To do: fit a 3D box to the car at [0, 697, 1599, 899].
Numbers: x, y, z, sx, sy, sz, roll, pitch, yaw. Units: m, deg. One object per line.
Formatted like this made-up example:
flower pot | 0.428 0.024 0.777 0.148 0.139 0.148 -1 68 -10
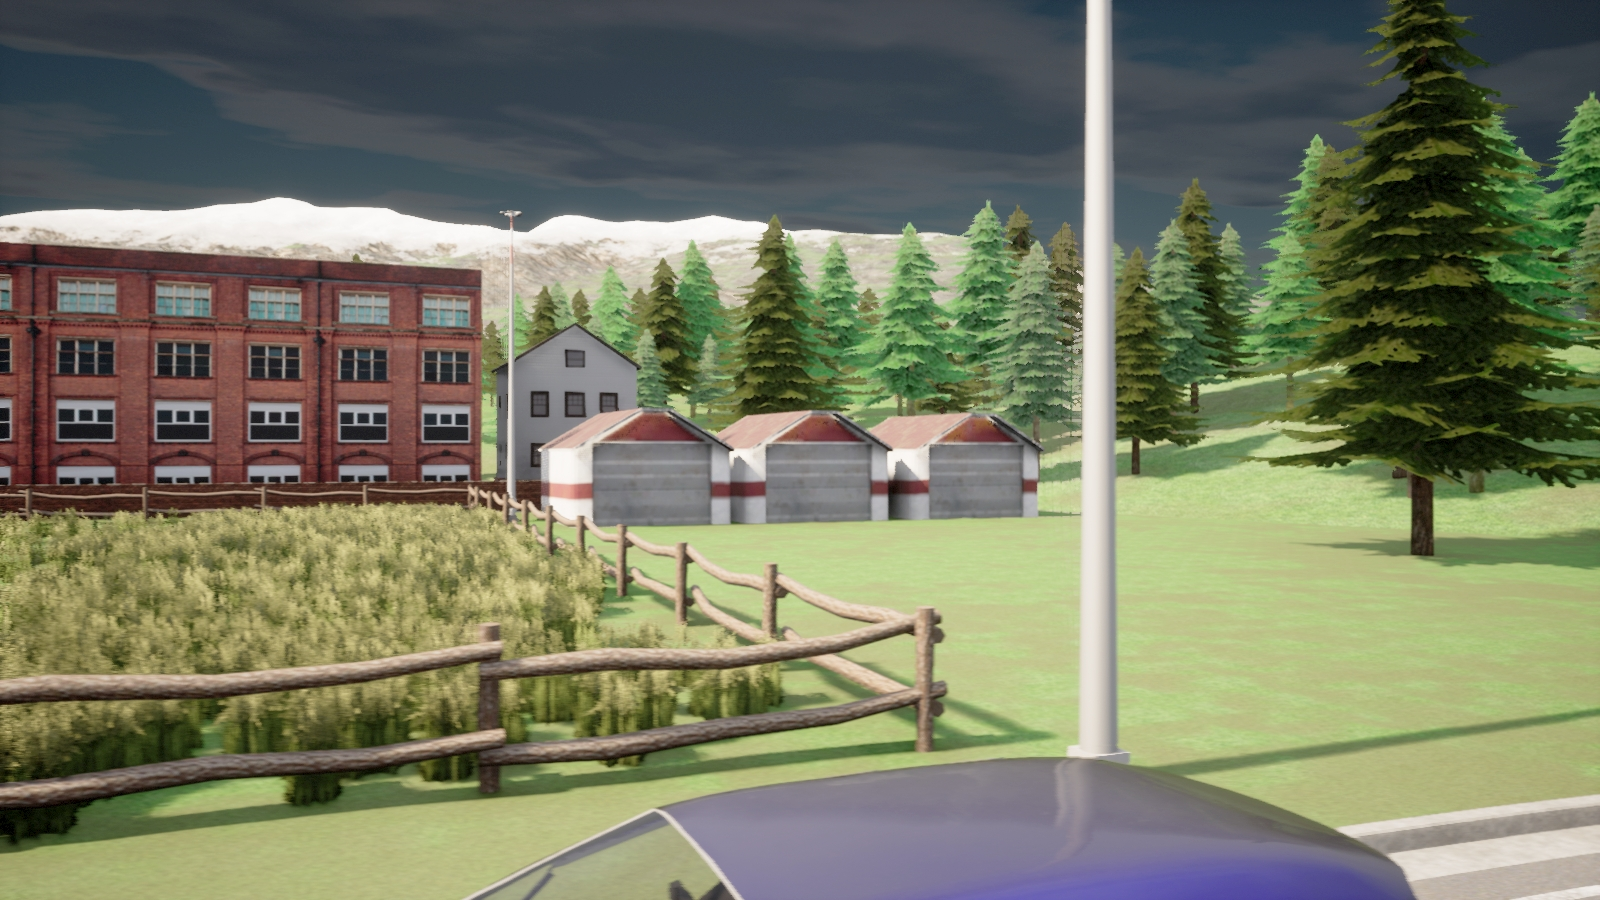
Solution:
car | -0.143 1.969 3.401 4.611 1.667 2.242 0 0 -21
